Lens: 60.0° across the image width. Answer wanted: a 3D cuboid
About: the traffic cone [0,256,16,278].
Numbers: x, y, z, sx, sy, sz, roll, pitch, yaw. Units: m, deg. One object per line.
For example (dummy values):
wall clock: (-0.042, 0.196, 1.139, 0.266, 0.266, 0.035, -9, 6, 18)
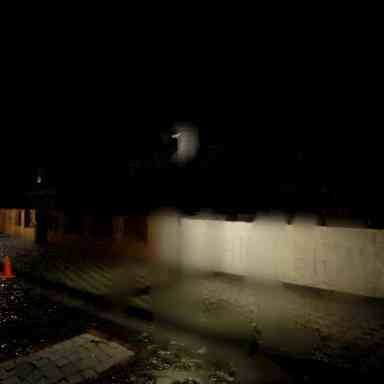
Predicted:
traffic cone: (-5.402, 2.190, 9.755, 0.340, 0.580, 0.340, -1, -2, 38)
